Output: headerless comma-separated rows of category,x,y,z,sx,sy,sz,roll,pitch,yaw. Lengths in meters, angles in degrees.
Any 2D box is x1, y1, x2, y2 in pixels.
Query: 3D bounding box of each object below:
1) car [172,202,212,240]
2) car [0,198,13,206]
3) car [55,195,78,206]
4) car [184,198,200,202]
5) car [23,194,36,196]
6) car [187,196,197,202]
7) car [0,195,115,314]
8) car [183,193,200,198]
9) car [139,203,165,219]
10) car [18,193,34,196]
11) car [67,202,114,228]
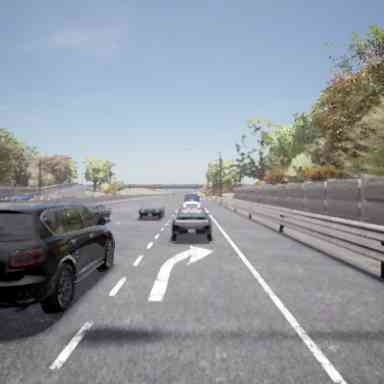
car,-0.010,1.478,16.893,2.128,1.511,4.902,0,0,0
car,-31.548,1.613,54.426,1.895,1.301,4.718,0,0,0
car,-21.065,1.368,55.822,2.097,1.767,4.553,0,0,1
car,-0.018,1.511,27.964,1.812,1.442,4.674,0,0,0
car,-24.570,1.488,53.454,1.882,1.535,5.008,0,0,1
car,0.046,1.612,82.794,2.033,1.411,5.357,0,0,5
car,-3.405,1.214,7.729,2.150,2.045,5.566,0,0,0
car,-0.026,1.222,46.196,2.150,2.045,5.566,0,0,0
car,-3.417,1.586,29.235,1.895,1.301,4.718,0,0,0
car,-28.049,1.238,55.843,2.150,2.045,5.566,0,0,0
car,-6.913,1.489,23.253,1.837,1.490,4.892,0,0,0
